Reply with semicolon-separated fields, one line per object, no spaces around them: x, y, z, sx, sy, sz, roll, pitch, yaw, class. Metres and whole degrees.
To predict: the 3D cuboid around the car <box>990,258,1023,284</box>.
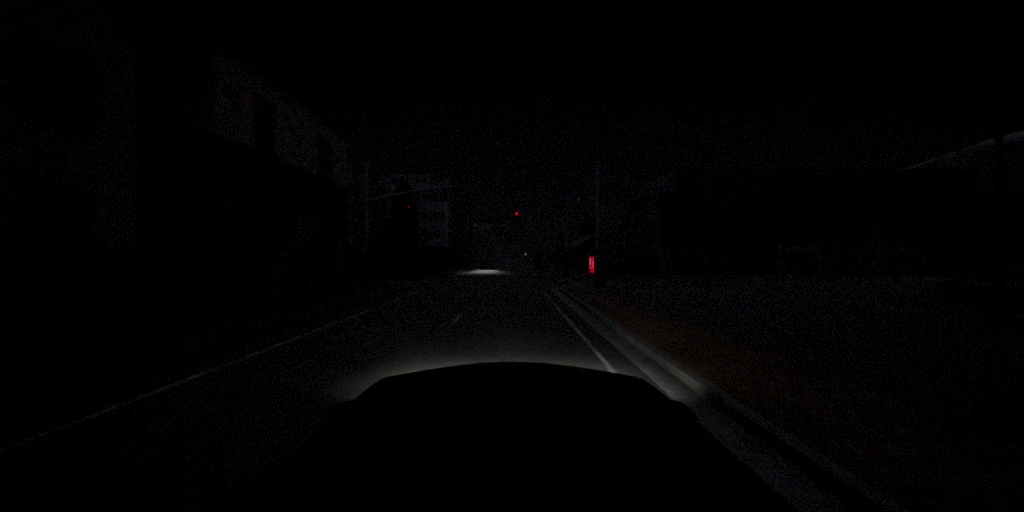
46.571;1.144;31.572;5.566;2.045;2.150;0;0;0;car

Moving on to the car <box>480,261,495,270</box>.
-3.494;1.351;51.926;1.895;1.301;4.718;0;0;0;car
